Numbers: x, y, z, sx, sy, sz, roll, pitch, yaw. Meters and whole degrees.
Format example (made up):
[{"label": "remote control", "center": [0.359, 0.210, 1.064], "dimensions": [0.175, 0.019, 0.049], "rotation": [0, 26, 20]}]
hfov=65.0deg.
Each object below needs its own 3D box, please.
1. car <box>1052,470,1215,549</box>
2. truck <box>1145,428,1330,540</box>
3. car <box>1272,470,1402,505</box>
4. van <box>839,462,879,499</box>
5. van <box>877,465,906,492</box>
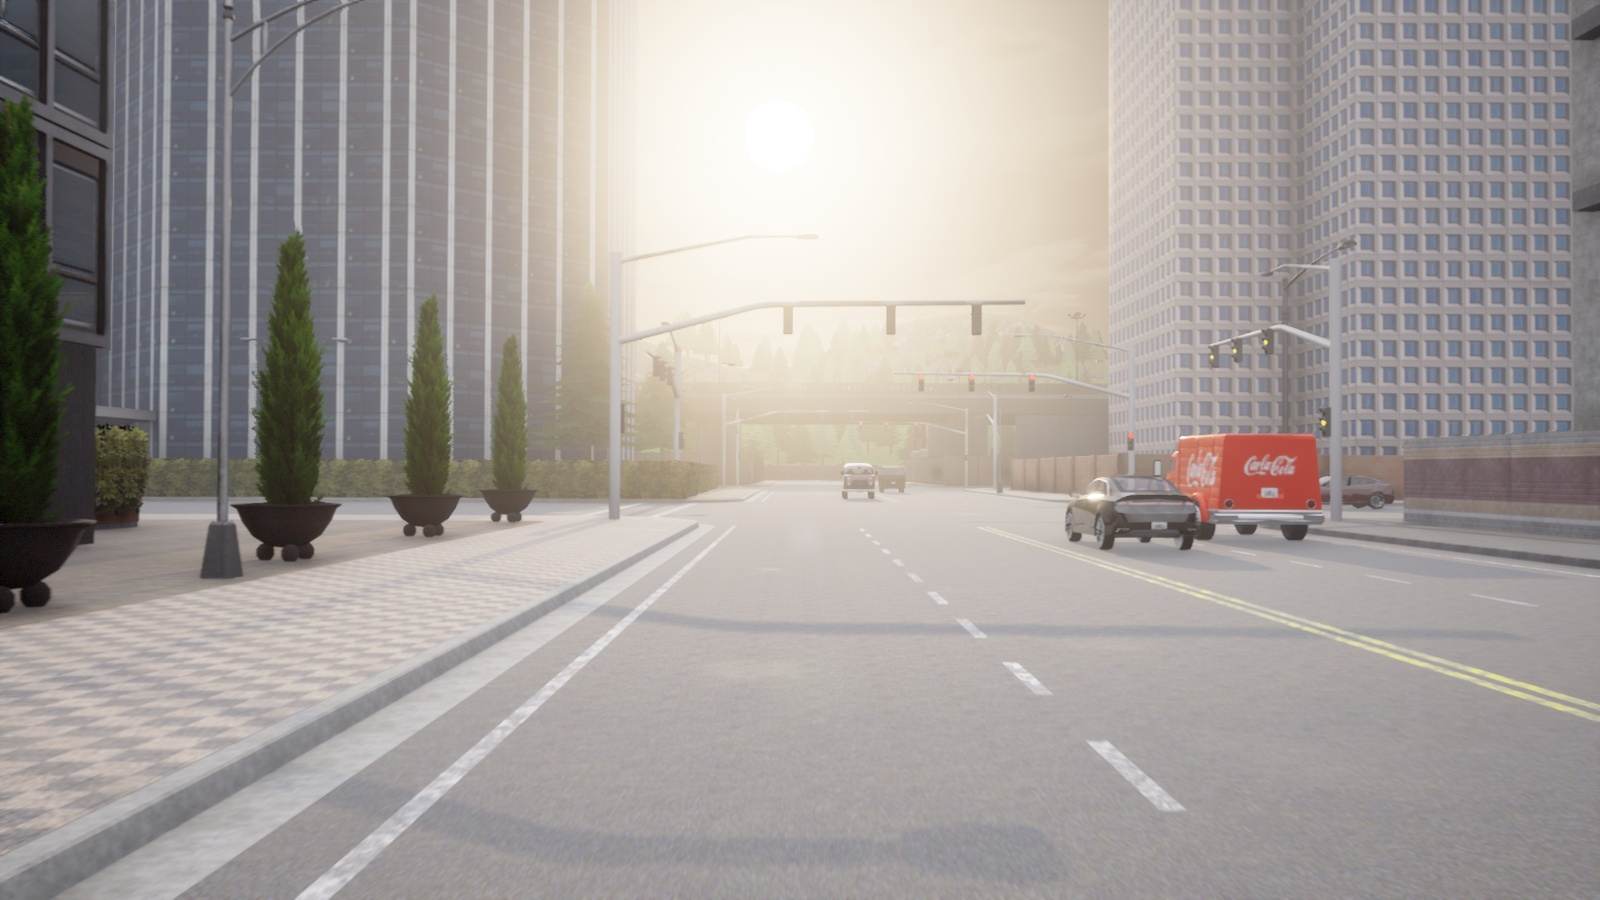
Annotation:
[{"label": "car", "center": [6.934, 1.195, 26.710], "dimensions": [2.128, 1.511, 4.902], "rotation": [0, -1, 0]}, {"label": "truck", "center": [10.424, 0.801, 30.459], "dimensions": [2.627, 2.467, 5.204], "rotation": [0, -1, 0]}, {"label": "car", "center": [23.633, 1.657, 55.406], "dimensions": [4.792, 1.488, 2.163], "rotation": [0, -1, 0]}, {"label": "van", "center": [3.324, 1.741, 71.942], "dimensions": [2.069, 2.038, 4.480], "rotation": [0, -1, 0]}, {"label": "van", "center": [6.773, 2.112, 93.001], "dimensions": [1.775, 1.987, 4.442], "rotation": [0, -1, 0]}]
